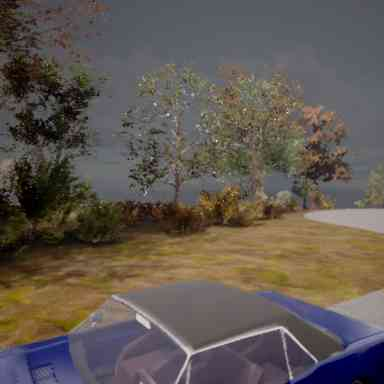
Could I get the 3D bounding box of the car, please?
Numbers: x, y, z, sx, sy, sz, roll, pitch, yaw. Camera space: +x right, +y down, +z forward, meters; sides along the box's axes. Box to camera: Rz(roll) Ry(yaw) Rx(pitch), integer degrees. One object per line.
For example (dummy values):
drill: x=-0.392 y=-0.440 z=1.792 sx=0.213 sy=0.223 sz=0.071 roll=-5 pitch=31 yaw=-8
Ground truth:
car: x=-0.283 y=1.597 z=2.780 sx=4.718 sy=1.301 sz=1.895 roll=0 pitch=0 yaw=-34
